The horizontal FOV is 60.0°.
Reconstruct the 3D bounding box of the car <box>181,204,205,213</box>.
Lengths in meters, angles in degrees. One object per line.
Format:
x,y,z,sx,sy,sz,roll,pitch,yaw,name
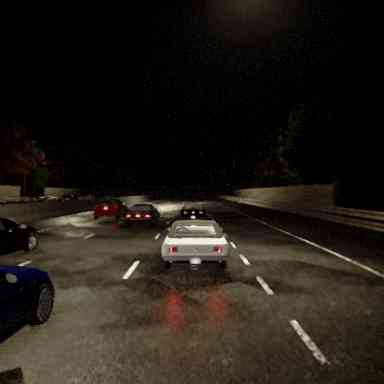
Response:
0.090,1.617,27.545,1.895,1.301,4.718,0,0,0,car

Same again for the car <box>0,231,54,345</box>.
-3.401,1.526,4.112,1.812,1.442,4.674,0,0,0,car

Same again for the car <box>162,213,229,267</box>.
0.098,1.604,11.337,1.895,1.301,4.718,0,0,0,car

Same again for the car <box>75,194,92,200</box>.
-21.028,1.416,66.249,2.097,1.767,4.553,0,0,0,car

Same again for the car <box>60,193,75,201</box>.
-24.528,1.286,66.187,2.150,2.045,5.566,0,0,0,car

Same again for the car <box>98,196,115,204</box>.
-17.529,1.584,68.436,2.033,1.411,5.357,0,0,0,car

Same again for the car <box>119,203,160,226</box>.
-3.408,1.559,23.449,2.033,1.411,5.357,0,0,0,car

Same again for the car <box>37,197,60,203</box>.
-28.027,1.583,64.330,2.033,1.411,5.357,0,0,0,car

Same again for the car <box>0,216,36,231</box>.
-6.906,1.508,11.030,1.837,1.490,4.892,0,0,0,car

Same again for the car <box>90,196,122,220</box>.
-6.913,1.369,28.765,2.097,1.767,4.553,0,0,0,car
